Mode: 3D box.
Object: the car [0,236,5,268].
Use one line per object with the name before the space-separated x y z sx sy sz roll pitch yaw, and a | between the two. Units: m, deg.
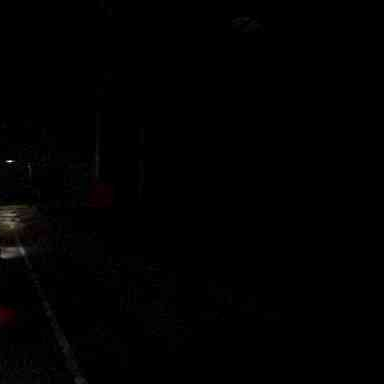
car | -6.071 1.589 8.748 2.033 1.411 5.357 1 -1 -30
